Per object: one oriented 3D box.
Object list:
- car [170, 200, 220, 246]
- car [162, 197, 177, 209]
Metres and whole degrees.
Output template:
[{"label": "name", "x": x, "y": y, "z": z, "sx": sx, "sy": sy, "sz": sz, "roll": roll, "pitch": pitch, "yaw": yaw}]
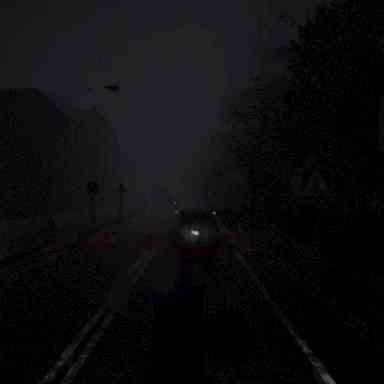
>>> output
[{"label": "car", "x": 0.146, "y": 1.382, "z": 14.753, "sx": 1.994, "sy": 1.385, "sz": 4.181, "roll": 0, "pitch": 5, "yaw": 0}, {"label": "car", "x": -3.060, "y": 1.430, "z": 47.054, "sx": 2.097, "sy": 1.767, "sz": 4.553, "roll": 0, "pitch": 0, "yaw": 1}]
